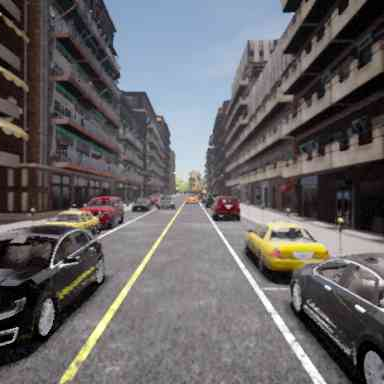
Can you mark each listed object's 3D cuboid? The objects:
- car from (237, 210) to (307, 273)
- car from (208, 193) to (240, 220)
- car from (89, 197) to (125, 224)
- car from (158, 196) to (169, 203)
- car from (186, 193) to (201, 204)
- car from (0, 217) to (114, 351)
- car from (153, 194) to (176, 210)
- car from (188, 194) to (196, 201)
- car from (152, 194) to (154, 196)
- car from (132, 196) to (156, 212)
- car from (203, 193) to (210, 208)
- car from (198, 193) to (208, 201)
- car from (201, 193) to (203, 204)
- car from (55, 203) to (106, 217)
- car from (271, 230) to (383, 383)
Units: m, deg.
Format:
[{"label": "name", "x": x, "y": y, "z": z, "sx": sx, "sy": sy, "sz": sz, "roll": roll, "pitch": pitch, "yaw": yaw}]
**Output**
[{"label": "car", "x": 2.701, "y": 1.499, "z": 10.405, "sx": 1.752, "sy": 1.417, "sz": 4.829, "roll": 1, "pitch": 0, "yaw": 0}, {"label": "car", "x": 2.704, "y": 1.250, "z": 26.939, "sx": 2.192, "sy": 1.841, "sz": 5.009, "roll": 1, "pitch": 0, "yaw": 0}, {"label": "car", "x": -5.677, "y": 1.263, "z": 21.404, "sx": 2.192, "sy": 1.841, "sz": 5.009, "roll": 1, "pitch": 0, "yaw": 0}, {"label": "car", "x": -5.680, "y": 1.433, "z": 65.948, "sx": 1.802, "sy": 1.307, "sz": 4.206, "roll": 1, "pitch": 0, "yaw": 0}, {"label": "car", "x": 0.002, "y": 1.216, "z": 59.588, "sx": 2.097, "sy": 1.767, "sz": 4.553, "roll": 0, "pitch": 0, "yaw": 0}, {"label": "car", "x": -3.082, "y": 1.488, "z": 6.492, "sx": 1.837, "sy": 1.490, "sz": 4.892, "roll": 0, "pitch": 0, "yaw": 0}, {"label": "car", "x": -3.086, "y": 1.256, "z": 40.503, "sx": 2.097, "sy": 1.767, "sz": 4.553, "roll": 0, "pitch": 0, "yaw": 0}, {"label": "car", "x": 0.002, "y": 1.188, "z": 77.218, "sx": 1.882, "sy": 1.535, "sz": 5.008, "roll": 0, "pitch": 0, "yaw": 0}, {"label": "car", "x": -5.676, "y": 1.189, "z": 54.811, "sx": 2.192, "sy": 1.841, "sz": 5.009, "roll": 1, "pitch": 0, "yaw": 0}, {"label": "car", "x": -5.680, "y": 1.476, "z": 38.109, "sx": 1.947, "sy": 1.339, "sz": 4.313, "roll": 1, "pitch": 0, "yaw": 0}, {"label": "car", "x": 3.001, "y": 1.117, "z": 46.376, "sx": 2.150, "sy": 2.045, "sz": 5.566, "roll": 0, "pitch": 0, "yaw": 0}, {"label": "car", "x": 2.704, "y": 1.131, "z": 82.618, "sx": 2.192, "sy": 1.841, "sz": 5.009, "roll": 1, "pitch": 0, "yaw": 0}, {"label": "car", "x": 2.700, "y": 1.428, "z": 60.347, "sx": 1.947, "sy": 1.339, "sz": 4.313, "roll": 1, "pitch": 0, "yaw": 0}, {"label": "car", "x": -5.679, "y": 1.487, "z": 15.667, "sx": 1.752, "sy": 1.417, "sz": 4.829, "roll": 1, "pitch": 0, "yaw": 0}, {"label": "car", "x": 2.701, "y": 1.539, "z": 4.667, "sx": 2.008, "sy": 1.369, "sz": 4.403, "roll": 1, "pitch": 0, "yaw": 0}]
